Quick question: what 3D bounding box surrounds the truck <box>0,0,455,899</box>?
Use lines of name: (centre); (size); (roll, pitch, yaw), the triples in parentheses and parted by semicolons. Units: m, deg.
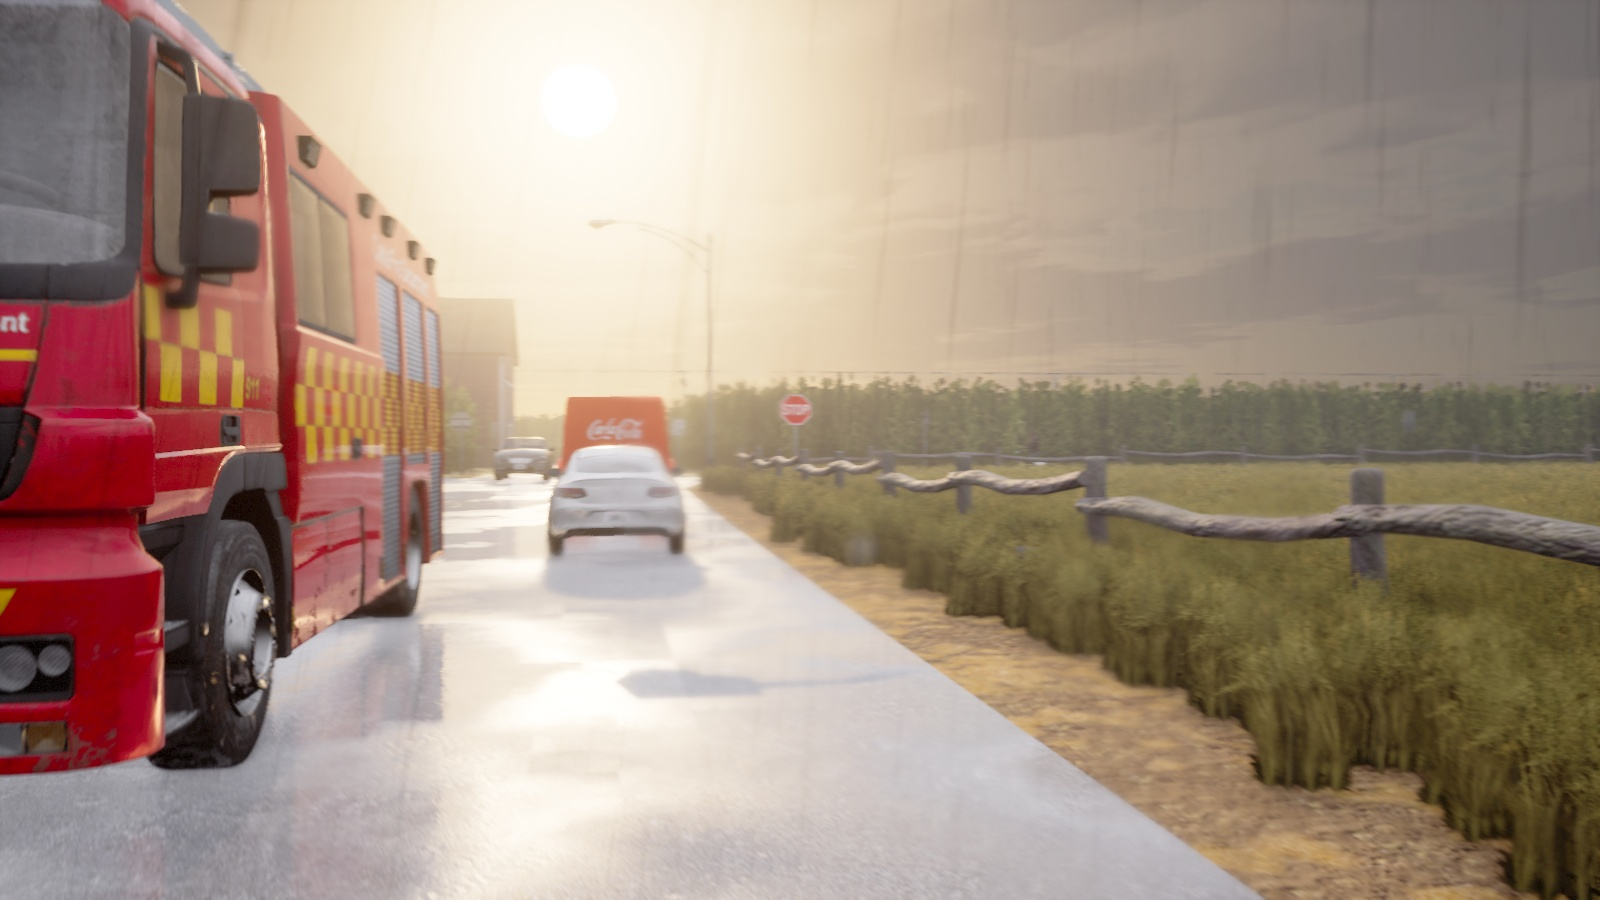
truck: (-4.217, -0.459, 7.884); (2.891, 3.827, 8.468); (0, 1, -8)

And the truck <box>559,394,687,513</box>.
truck: (-4.062, 0.028, 28.787); (2.627, 2.467, 5.204); (0, 1, -8)

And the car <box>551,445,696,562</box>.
car: (-2.544, 0.658, 18.132); (1.812, 1.442, 4.674); (0, 0, -8)

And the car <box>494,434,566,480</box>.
car: (-9.328, 0.236, 43.744); (2.128, 1.511, 4.902); (0, 0, -8)
